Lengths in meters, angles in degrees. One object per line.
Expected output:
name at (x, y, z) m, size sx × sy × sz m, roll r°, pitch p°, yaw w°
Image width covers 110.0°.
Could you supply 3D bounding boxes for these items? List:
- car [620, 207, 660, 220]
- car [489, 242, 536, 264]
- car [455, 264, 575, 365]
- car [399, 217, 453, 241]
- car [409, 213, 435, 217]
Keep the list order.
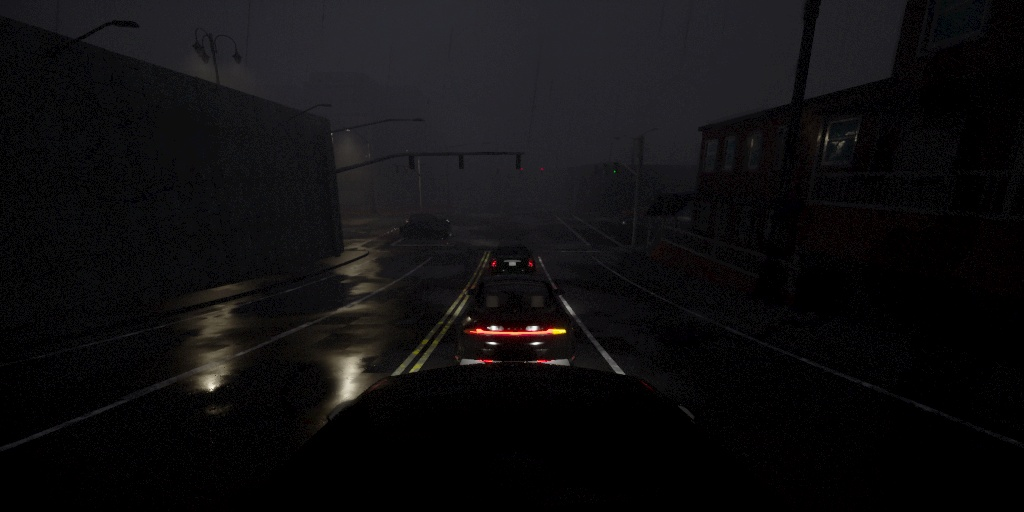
car at (16.465, -5.546, 46.040) m, size 5.008 × 1.535 × 1.882 m, roll 0°, pitch 12°, yaw 0°
car at (0.024, 0.085, 17.436) m, size 2.097 × 1.767 × 4.553 m, roll 0°, pitch 7°, yaw 0°
car at (0.055, 1.122, 7.183) m, size 1.837 × 1.490 × 4.892 m, roll 0°, pitch 2°, yaw 0°
car at (-7.441, -2.227, 30.950) m, size 4.902 × 1.511 × 2.128 m, roll 4°, pitch 13°, yaw 21°
car at (-8.552, -3.614, 36.633) m, size 4.553 × 1.767 × 2.097 m, roll -3°, pitch 13°, yaw -13°
